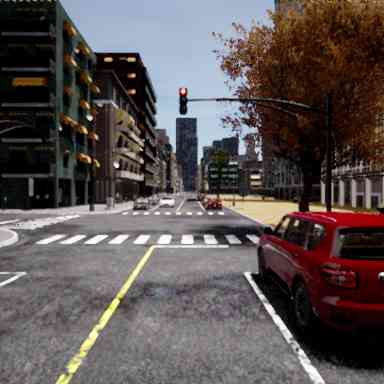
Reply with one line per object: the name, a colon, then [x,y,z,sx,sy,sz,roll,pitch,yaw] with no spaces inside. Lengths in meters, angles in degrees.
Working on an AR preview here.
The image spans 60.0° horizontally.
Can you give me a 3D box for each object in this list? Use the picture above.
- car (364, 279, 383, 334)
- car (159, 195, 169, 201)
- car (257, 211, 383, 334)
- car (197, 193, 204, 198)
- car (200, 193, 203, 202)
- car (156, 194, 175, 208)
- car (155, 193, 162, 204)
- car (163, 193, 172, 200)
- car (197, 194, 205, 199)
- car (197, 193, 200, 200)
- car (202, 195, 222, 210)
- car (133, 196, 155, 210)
car: [2.688,1.559,1.094,1.947,1.339,4.313,0,0,0]
car: [-5.959,1.224,72.168,1.802,1.307,4.206,0,0,0]
car: [2.667,1.277,6.615,2.192,1.841,5.009,0,0,0]
car: [2.338,1.103,94.330,2.008,1.369,4.403,0,0,0]
car: [2.503,1.263,50.239,1.752,1.417,4.829,0,0,0]
car: [-3.159,1.309,42.753,1.812,1.442,4.674,0,0,0]
car: [-5.876,1.290,50.039,2.008,1.369,4.403,0,0,0]
car: [-6.001,1.036,83.233,1.967,1.590,4.097,0,0,0]
car: [2.359,1.118,88.798,1.887,1.381,4.507,0,0,0]
car: [2.442,1.247,66.666,1.802,1.307,4.206,0,0,0]
car: [2.545,1.335,39.004,1.887,1.381,4.507,0,0,0]
car: [-5.835,1.342,38.973,2.008,1.369,4.403,0,0,0]
